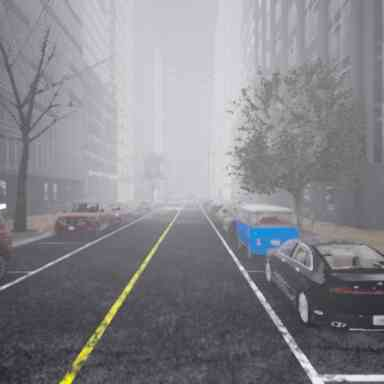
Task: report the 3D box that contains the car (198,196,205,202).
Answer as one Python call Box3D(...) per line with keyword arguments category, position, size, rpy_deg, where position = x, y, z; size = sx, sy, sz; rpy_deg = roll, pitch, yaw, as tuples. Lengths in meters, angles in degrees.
Box3D(category="car", position=(2.577, 1.900, 92.331), size=(1.887, 1.381, 4.507), rpy_deg=(0, 0, 0))

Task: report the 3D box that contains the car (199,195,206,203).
Box3D(category="car", position=(2.920, 1.750, 67.636), size=(1.882, 1.535, 5.008), rpy_deg=(0, 0, 0))

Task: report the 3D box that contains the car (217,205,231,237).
Box3D(category="car", position=(2.666, 1.644, 18.256), size=(1.947, 1.339, 4.313), rpy_deg=(0, 0, 0))

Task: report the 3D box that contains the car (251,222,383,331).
Box3D(category="car", position=(2.679, 1.580, 6.860), size=(2.008, 1.369, 4.403), rpy_deg=(0, 0, 0))

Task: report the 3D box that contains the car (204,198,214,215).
Box3D(category="car", position=(2.645, 1.699, 35.349), size=(2.008, 1.369, 4.403), rpy_deg=(0, 0, 0))

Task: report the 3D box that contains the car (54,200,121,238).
Box3D(category="car", position=(-5.717, 1.398, 18.253), size=(2.192, 1.841, 5.009), rpy_deg=(0, 0, 0))

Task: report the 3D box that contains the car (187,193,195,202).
Box3D(category="car", position=(-0.096, 1.364, 82.259), size=(2.150, 2.045, 5.566), rpy_deg=(0, 0, 0))

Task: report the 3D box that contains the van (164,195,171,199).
Box3D(category="van", position=(-5.792, 1.664, 80.930), size=(1.690, 1.788, 3.998), rpy_deg=(0, 0, 0))

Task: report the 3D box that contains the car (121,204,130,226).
Box3D(category="car", position=(-5.723, 1.547, 23.950), size=(1.967, 1.590, 4.097), rpy_deg=(0, 0, 0))

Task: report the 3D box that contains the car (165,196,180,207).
Box3D(category="car", position=(-3.112, 1.843, 58.319), size=(1.895, 1.301, 4.718), rpy_deg=(0, 0, 1))

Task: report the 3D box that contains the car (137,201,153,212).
Box3D(category="car", position=(-5.742, 1.758, 41.043), size=(1.802, 1.307, 4.206), rpy_deg=(0, 0, 0))

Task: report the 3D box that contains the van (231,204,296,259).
Box3D(category="van", position=(2.671, 1.395, 12.559), size=(1.690, 1.788, 3.998), rpy_deg=(0, 0, 0))

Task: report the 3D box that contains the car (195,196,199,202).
Box3D(category="car", position=(2.589, 1.633, 80.935), size=(2.192, 1.841, 5.009), rpy_deg=(0, 0, 0))

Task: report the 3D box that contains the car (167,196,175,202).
Box3D(category="car", position=(-5.803, 1.911, 92.323), size=(2.008, 1.369, 4.403), rpy_deg=(0, 0, 0))

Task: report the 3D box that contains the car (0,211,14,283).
Box3D(category="car", position=(-5.703, 1.349, 6.857), size=(2.192, 1.841, 5.009), rpy_deg=(0, 0, 0))

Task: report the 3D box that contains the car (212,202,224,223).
Box3D(category="car", position=(2.658, 1.627, 24.124), size=(1.752, 1.417, 4.829), rpy_deg=(0, 0, 0))

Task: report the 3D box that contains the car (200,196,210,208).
Box3D(category="car", position=(2.625, 1.782, 52.444), size=(1.947, 1.339, 4.313), rpy_deg=(0, 0, 0))
